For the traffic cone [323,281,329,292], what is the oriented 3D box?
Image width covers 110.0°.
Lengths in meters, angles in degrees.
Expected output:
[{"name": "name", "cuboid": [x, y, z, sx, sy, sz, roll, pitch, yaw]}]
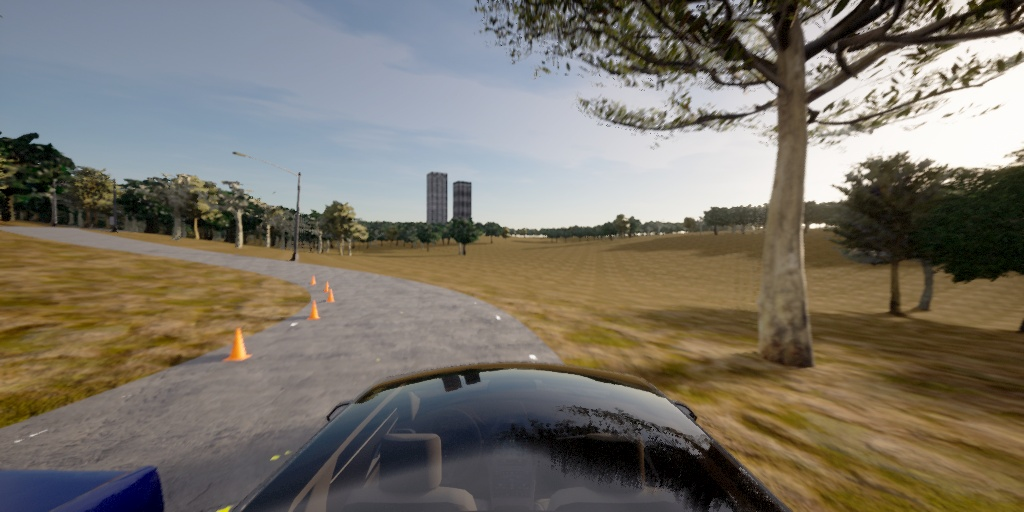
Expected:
[{"name": "traffic cone", "cuboid": [-10.201, 1.682, 19.792, 0.340, 0.580, 0.340, 0, 0, -33]}]

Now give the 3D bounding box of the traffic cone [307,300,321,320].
[{"name": "traffic cone", "cuboid": [-6.324, 1.706, 11.457, 0.340, 0.580, 0.340, 0, 0, -17]}]

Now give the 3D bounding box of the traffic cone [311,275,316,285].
[{"name": "traffic cone", "cuboid": [-12.993, 1.552, 23.453, 0.340, 0.580, 0.340, 0, 0, -41]}]

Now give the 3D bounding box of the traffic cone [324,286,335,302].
[{"name": "traffic cone", "cuboid": [-7.964, 1.720, 15.766, 0.340, 0.580, 0.340, 0, 0, -25]}]

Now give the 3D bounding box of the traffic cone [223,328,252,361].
[{"name": "traffic cone", "cuboid": [-5.318, 1.692, 6.957, 0.340, 0.580, 0.340, 0, 0, -9]}]
